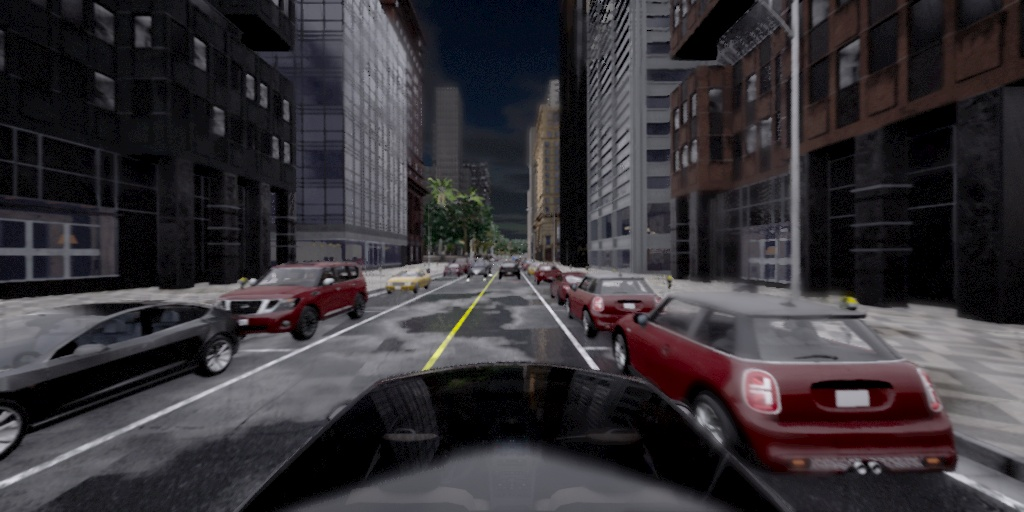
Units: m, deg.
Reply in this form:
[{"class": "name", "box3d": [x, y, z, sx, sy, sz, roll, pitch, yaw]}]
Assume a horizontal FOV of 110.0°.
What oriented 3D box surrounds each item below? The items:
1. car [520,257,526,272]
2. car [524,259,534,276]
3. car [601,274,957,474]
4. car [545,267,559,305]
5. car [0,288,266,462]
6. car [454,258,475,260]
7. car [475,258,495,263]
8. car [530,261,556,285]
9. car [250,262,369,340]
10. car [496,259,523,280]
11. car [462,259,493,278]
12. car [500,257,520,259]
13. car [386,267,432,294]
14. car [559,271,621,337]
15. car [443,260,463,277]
[{"class": "car", "box3d": [2.403, 1.252, 48.247, 1.967, 1.591, 4.097, 0, 0, 0]}, {"class": "car", "box3d": [2.490, 1.316, 37.568, 1.751, 1.417, 4.829, 0, 0, 0]}, {"class": "car", "box3d": [2.754, 1.182, 4.849, 1.967, 1.591, 4.097, 0, 0, 0]}, {"class": "car", "box3d": [2.666, 1.339, 15.699, 1.802, 1.307, 4.207, 0, 0, 0]}, {"class": "car", "box3d": [-5.771, 1.344, 4.783, 1.948, 1.339, 4.313, 0, 0, 0]}, {"class": "car", "box3d": [-6.078, 1.152, 42.763, 2.192, 1.841, 5.009, 0, 0, 0]}, {"class": "car", "box3d": [-3.319, 1.366, 42.959, 1.837, 1.490, 4.892, 0, 0, 0]}, {"class": "car", "box3d": [2.578, 1.318, 26.548, 1.888, 1.381, 4.507, 0, 0, 0]}, {"class": "car", "box3d": [-5.815, 1.100, 10.209, 2.192, 1.841, 5.009, 0, 0, 0]}, {"class": "car", "box3d": [-0.205, 1.272, 32.479, 1.882, 1.535, 5.008, 0, 0, 0]}, {"class": "car", "box3d": [-3.256, 1.303, 35.159, 2.128, 1.511, 4.902, 0, 0, 0]}, {"class": "car", "box3d": [-0.306, 1.292, 43.920, 1.882, 1.535, 5.008, 0, 0, 0]}, {"class": "car", "box3d": [-5.901, 1.326, 20.890, 1.751, 1.417, 4.829, 0, 0, 0]}, {"class": "car", "box3d": [2.710, 1.189, 10.274, 1.967, 1.591, 4.097, 0, 0, 0]}, {"class": "car", "box3d": [-6.034, 1.409, 37.338, 1.802, 1.307, 4.207, 0, 0, 0]}]
